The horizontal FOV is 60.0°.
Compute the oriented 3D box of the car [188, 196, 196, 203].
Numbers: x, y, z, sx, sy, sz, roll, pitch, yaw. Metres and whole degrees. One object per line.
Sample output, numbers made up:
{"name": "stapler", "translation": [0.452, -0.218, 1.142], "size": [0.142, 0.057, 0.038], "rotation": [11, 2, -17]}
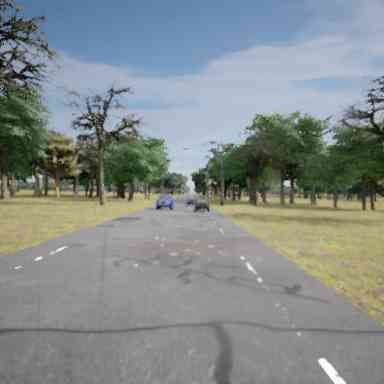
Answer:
{"name": "car", "translation": [-0.016, 1.637, 75.431], "size": [1.812, 1.442, 4.674], "rotation": [0, 0, 0]}

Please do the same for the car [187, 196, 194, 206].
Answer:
{"name": "car", "translation": [-0.012, 1.703, 58.237], "size": [1.837, 1.490, 4.892], "rotation": [0, 0, 0]}

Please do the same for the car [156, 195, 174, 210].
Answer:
{"name": "car", "translation": [-3.589, 1.370, 44.942], "size": [2.150, 2.045, 5.566], "rotation": [0, -1, 0]}

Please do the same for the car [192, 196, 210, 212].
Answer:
{"name": "car", "translation": [1.216, 1.639, 41.240], "size": [1.837, 1.490, 4.892], "rotation": [0, 0, 0]}
